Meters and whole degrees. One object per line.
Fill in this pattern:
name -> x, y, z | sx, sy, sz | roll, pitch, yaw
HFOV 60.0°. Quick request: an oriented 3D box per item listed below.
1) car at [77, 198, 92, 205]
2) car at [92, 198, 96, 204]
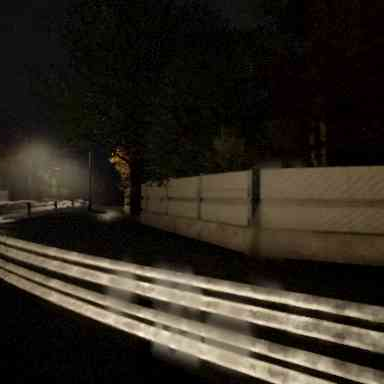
car -> -23.673, 1.986, 72.545 | 1.882, 1.535, 5.008 | 0, -1, -8
car -> -25.072, 2.304, 82.761 | 1.812, 1.442, 4.674 | 0, -1, -8
